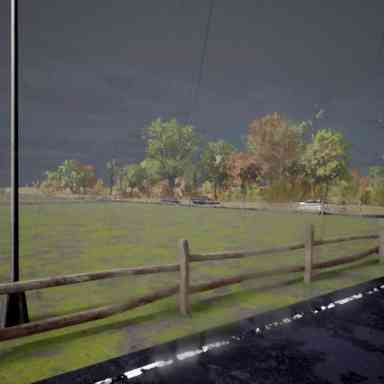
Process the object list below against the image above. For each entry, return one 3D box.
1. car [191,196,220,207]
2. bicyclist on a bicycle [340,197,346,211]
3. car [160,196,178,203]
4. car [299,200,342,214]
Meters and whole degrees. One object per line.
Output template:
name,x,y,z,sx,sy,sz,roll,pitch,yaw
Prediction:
car,2.375,1.632,51.988,1.895,1.301,4.718,0,0,-34
bicyclist on a bicycle,17.989,1.475,39.772,1.656,1.620,0.582,-1,0,-34
car,-4.421,1.574,66.879,2.033,1.411,5.357,0,0,-34
car,13.640,1.545,35.551,1.812,1.442,4.674,0,0,-34
